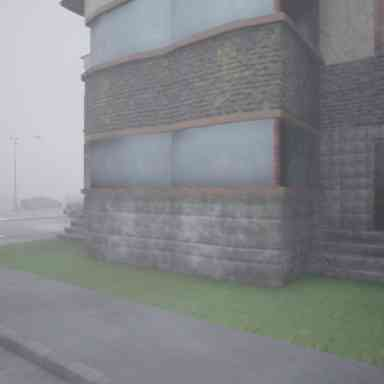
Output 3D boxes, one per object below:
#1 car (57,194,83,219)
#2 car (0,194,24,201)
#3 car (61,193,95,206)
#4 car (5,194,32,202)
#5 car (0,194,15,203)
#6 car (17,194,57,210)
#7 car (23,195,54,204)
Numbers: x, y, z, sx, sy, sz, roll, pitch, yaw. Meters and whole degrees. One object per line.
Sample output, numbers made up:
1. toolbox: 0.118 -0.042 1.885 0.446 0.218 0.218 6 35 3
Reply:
1. car: -7.295 1.039 26.233 2.150 2.045 5.566 0 0 36
2. car: -42.860 1.331 79.163 2.007 1.523 4.514 0 0 35
3. car: -17.242 1.100 50.613 1.932 1.855 4.605 0 0 35
4. car: -40.275 1.323 77.384 2.152 1.636 5.027 0 0 35
5. car: -35.084 1.316 64.259 1.845 1.501 3.633 0 0 35
6. car: -17.401 1.303 38.432 2.007 1.523 4.514 0 0 35
7. car: -26.972 1.297 58.424 2.007 1.523 4.514 0 0 35
